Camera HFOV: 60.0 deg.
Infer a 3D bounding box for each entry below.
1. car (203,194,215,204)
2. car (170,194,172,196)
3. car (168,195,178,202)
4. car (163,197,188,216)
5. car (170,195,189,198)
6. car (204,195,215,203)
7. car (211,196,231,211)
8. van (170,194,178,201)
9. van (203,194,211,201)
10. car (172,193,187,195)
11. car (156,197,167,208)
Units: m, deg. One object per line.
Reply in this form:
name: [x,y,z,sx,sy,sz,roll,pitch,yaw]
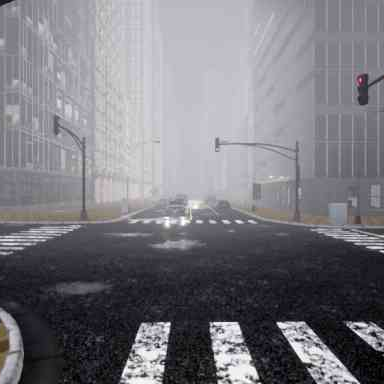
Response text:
car: [3.634,1.322,63.854,2.192,1.841,5.009,0,0,0]
car: [-4.246,1.573,63.803,1.947,1.339,4.313,0,0,0]
car: [-4.319,1.437,74.858,1.967,1.590,4.097,0,0,0]
car: [-1.580,1.547,33.100,1.812,1.442,4.674,0,0,0]
car: [-1.646,1.523,43.462,1.837,1.490,4.892,0,0,0]
car: [3.597,1.442,69.383,1.967,1.590,4.097,0,0,0]
car: [3.829,1.585,41.746,1.947,1.339,4.313,0,0,0]
van: [-4.356,1.332,80.385,1.690,1.788,3.998,0,0,0]
van: [3.524,1.332,80.437,1.690,1.788,3.998,0,0,0]
car: [-1.711,1.236,54.770,2.150,2.045,5.566,0,0,0]
car: [-4.137,1.599,47.220,1.802,1.307,4.206,0,0,0]
